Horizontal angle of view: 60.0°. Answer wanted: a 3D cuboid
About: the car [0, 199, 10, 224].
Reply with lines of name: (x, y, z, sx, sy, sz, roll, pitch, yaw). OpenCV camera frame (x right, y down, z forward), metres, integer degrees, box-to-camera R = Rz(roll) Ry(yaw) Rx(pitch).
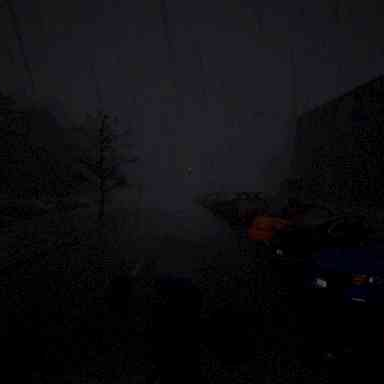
car: (-13.736, 1.411, 19.504, 4.792, 1.488, 2.163, -1, 0, -22)

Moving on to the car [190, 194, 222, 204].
car: (2.337, 1.136, 55.236, 4.792, 1.488, 2.163, 0, 0, -26)

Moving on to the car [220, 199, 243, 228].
car: (4.501, 1.350, 19.099, 5.008, 1.535, 2.097, 1, 0, -22)

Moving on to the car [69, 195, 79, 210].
car: (-14.480, 1.330, 34.276, 4.674, 1.452, 2.002, -1, 1, -23)

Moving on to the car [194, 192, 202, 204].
car: (3.232, 1.184, 43.229, 4.892, 1.521, 2.231, 1, 1, -25)

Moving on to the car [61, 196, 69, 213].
car: (-14.277, 1.182, 31.330, 4.553, 1.767, 2.185, -1, 1, -23)

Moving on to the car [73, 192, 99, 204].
car: (-15.297, 1.234, 43.059, 5.366, 1.575, 1.946, -1, 1, -24)

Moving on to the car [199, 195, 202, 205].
car: (3.655, 1.265, 37.201, 4.674, 1.452, 2.002, 1, 1, -24)

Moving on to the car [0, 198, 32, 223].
car: (-13.866, 1.363, 22.447, 5.008, 1.535, 2.097, -1, 1, -22)

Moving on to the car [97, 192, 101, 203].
car: (-15.347, 1.090, 46.099, 4.553, 1.767, 2.185, -1, 1, -25)

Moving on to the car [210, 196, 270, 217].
car: (4.301, 1.308, 25.133, 5.008, 1.535, 2.097, 1, 1, -23)

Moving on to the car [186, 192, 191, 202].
car: (2.280, 1.116, 52.176, 5.366, 1.575, 1.946, 0, 1, -26)

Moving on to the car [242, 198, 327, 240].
car: (4.624, 1.266, 13.052, 4.553, 1.767, 2.185, 1, 0, -21)

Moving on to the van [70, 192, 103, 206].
van: (-15.543, 0.970, 49.086, 4.442, 1.987, 1.878, -1, 0, -25)

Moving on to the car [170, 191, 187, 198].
car: (-2.792, 0.930, 92.756, 4.553, 1.767, 2.185, 0, 0, -30)

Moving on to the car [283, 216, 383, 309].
car: (4.735, 1.434, 7.015, 5.008, 1.535, 2.097, 1, 1, -21)

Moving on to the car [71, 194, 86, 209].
car: (-14.679, 1.311, 37.231, 4.674, 1.452, 2.002, -1, 1, -24)

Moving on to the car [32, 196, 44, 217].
car: (-14.032, 1.220, 25.397, 4.553, 1.767, 2.185, -1, 0, -22)

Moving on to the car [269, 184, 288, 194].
car: (16.982, -0.261, 67.404, 2.002, 1.452, 4.674, -7, 4, -30)

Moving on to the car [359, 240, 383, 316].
car: (4.917, 1.454, 4.072, 5.366, 1.575, 1.946, 1, 0, -20)

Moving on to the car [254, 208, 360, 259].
car: (4.681, 1.414, 10.034, 4.892, 1.521, 2.231, 1, 0, -21)

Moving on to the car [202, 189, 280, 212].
car: (4.141, 1.036, 28.135, 5.566, 2.045, 2.435, 1, 1, -23)

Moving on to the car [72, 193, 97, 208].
car: (-14.731, 1.246, 40.265, 5.366, 1.575, 1.946, -1, 0, -24)

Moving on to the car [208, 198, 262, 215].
car: (4.006, 1.306, 31.174, 4.674, 1.452, 2.002, 1, 0, -23)

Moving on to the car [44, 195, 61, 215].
car: (-14.313, 1.326, 28.289, 5.366, 1.575, 1.946, -1, 1, -23)

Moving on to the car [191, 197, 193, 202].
car: (2.756, 1.016, 49.260, 4.553, 1.767, 2.185, 0, 1, -25)

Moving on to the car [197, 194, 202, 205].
car: (3.443, 1.244, 40.218, 4.674, 1.452, 2.002, 1, 0, -24)
